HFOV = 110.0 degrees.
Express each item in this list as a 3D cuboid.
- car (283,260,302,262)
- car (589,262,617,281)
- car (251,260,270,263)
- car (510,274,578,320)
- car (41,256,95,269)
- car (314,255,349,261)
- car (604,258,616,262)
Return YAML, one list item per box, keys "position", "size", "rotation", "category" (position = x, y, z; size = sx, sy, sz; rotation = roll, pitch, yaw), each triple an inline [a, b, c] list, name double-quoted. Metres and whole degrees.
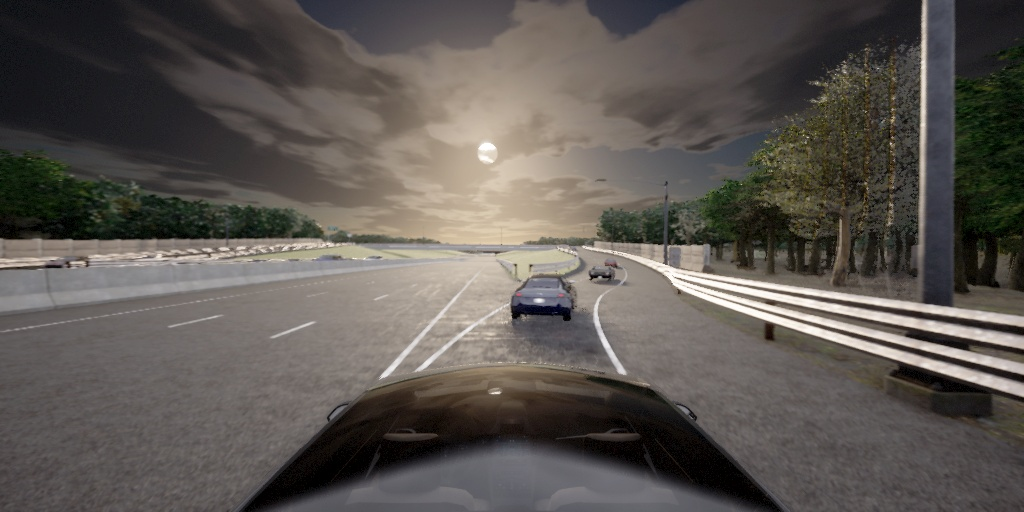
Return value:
- position: [-26.839, 1.130, 43.719]
  size: [1.994, 1.385, 4.181]
  rotation: [0, 0, -2]
  category: "car"
- position: [8.212, 1.527, 32.442]
  size: [1.895, 1.301, 4.718]
  rotation: [1, 0, 20]
  category: "car"
- position: [-30.291, 1.138, 42.653]
  size: [1.895, 1.301, 4.718]
  rotation: [0, 0, -2]
  category: "car"
- position: [1.267, 1.324, 12.827]
  size: [1.994, 1.385, 4.181]
  rotation: [0, 0, 13]
  category: "car"
- position: [-46.912, 0.790, 38.016]
  size: [2.097, 1.767, 4.553]
  rotation: [0, 1, -24]
  category: "car"
- position: [-23.431, 0.821, 45.957]
  size: [2.150, 2.045, 5.566]
  rotation: [0, 0, -2]
  category: "car"
- position: [16.545, 1.040, 60.501]
  size: [1.994, 1.385, 4.181]
  rotation: [1, 2, 13]
  category: "car"
